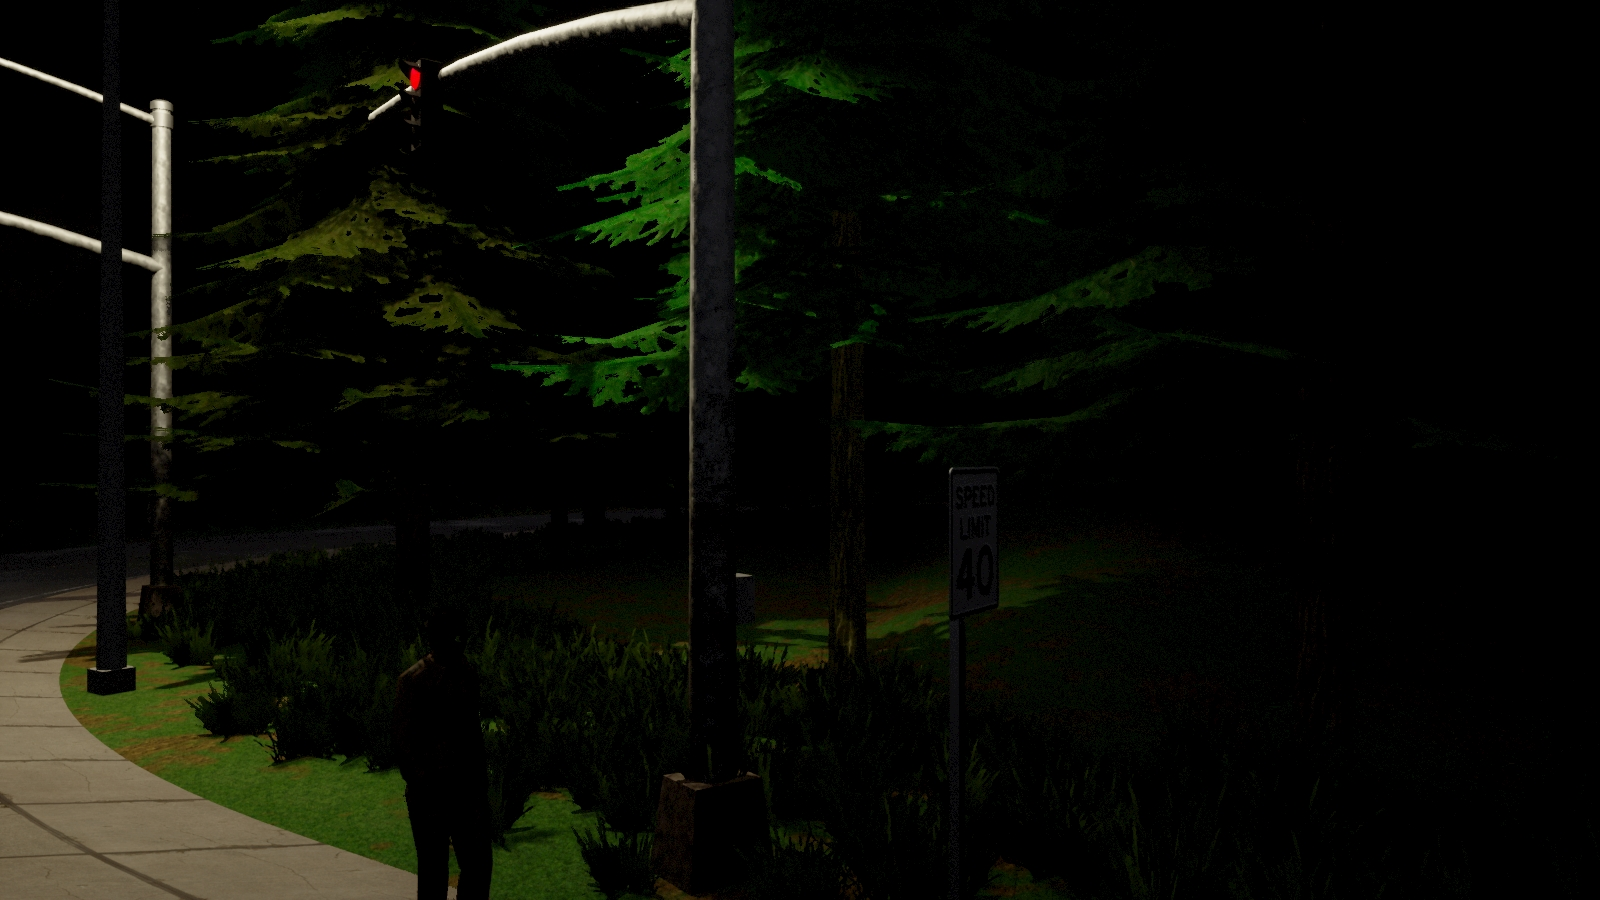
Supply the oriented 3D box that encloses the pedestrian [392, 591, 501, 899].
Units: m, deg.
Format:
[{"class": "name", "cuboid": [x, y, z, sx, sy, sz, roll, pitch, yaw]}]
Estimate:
[{"class": "pedestrian", "cuboid": [-1.772, 1.671, 5.731, 0.375, 1.860, 0.375, 0, 0, 39]}]
